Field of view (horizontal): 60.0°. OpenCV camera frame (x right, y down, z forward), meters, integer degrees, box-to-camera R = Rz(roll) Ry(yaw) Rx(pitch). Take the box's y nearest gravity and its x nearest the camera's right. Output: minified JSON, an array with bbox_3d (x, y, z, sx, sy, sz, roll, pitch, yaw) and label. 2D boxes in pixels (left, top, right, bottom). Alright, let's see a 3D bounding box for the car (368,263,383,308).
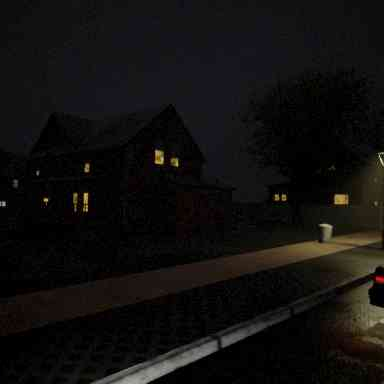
[{"bbox_3d":[5.569,1.628,7.064,5.357,1.411,2.033,1,-1,-43],"label":"car"}]
